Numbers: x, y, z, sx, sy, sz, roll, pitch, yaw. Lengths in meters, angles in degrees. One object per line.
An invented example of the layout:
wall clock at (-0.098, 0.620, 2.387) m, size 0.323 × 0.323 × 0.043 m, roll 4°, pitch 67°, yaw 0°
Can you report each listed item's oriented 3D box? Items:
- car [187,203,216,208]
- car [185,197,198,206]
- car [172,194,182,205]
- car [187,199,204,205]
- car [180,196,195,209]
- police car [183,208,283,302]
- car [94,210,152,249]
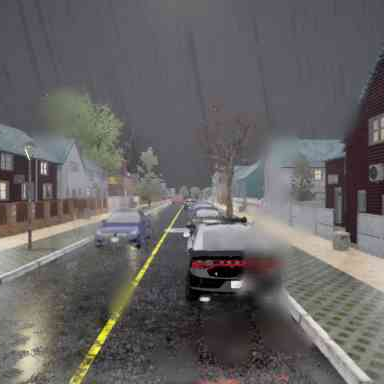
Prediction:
car at (0.786, 1.536, 18.323) m, size 1.812 × 1.442 × 4.674 m, roll 0°, pitch 0°, yaw 0°
car at (-0.123, 1.679, 58.096) m, size 2.128 × 1.511 × 4.902 m, roll 0°, pitch 0°, yaw 0°
car at (-2.892, 1.476, 67.080) m, size 2.150 × 2.045 × 5.566 m, roll 0°, pitch 0°, yaw 0°
car at (0.774, 1.500, 24.324) m, size 1.882 × 1.535 × 5.008 m, roll 0°, pitch 0°, yaw 0°
car at (-0.075, 1.595, 44.910) m, size 2.128 × 1.511 × 4.902 m, roll 0°, pitch 0°, yaw 1°
police car at (0.807, 1.426, 8.433) m, size 1.930 × 1.638 × 5.238 m, roll 0°, pitch 0°, yaw 0°
car at (-2.882, 1.531, 14.724) m, size 1.812 × 1.442 × 4.674 m, roll 0°, pitch 0°, yaw 0°
